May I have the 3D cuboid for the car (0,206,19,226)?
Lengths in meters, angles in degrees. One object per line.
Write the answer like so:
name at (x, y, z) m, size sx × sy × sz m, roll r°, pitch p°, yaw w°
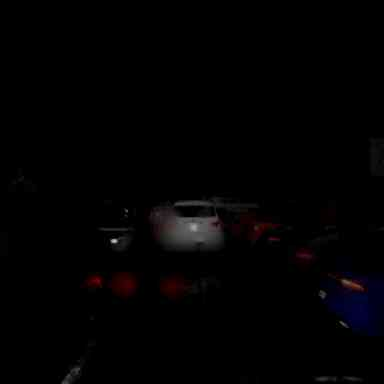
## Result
car at (-15.601, 1.444, 23.124) m, size 5.566 × 2.045 × 2.435 m, roll 0°, pitch -1°, yaw 0°

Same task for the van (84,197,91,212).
van at (-15.755, 1.641, 42.579) m, size 4.442 × 1.987 × 1.878 m, roll 0°, pitch 0°, yaw 0°

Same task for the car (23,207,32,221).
car at (-15.601, 1.751, 25.901) m, size 4.792 × 1.488 × 2.163 m, roll 0°, pitch -1°, yaw 0°

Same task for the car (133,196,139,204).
car at (-15.626, 1.920, 75.929) m, size 5.566 × 2.045 × 2.435 m, roll 0°, pitch -1°, yaw 0°

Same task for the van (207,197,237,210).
van at (4.692, 1.749, 52.412) m, size 4.442 × 1.987 × 1.878 m, roll 0°, pitch 0°, yaw 0°

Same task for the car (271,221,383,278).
car at (4.628, 1.608, 8.286) m, size 4.674 × 1.452 × 2.002 m, roll 0°, pitch -1°, yaw 0°

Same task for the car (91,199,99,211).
car at (-15.642, 1.930, 45.357) m, size 4.674 × 1.452 × 2.002 m, roll 0°, pitch 0°, yaw 0°

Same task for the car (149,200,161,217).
car at (-2.946, 1.837, 32.090) m, size 1.837 × 1.490 × 4.892 m, roll 0°, pitch 0°, yaw 0°

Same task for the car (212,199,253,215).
car at (4.624, 1.740, 38.499) m, size 4.553 × 1.767 × 2.185 m, roll 0°, pitch 0°, yaw 0°

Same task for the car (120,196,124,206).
car at (-15.616, 1.904, 62.031) m, size 4.553 × 1.767 × 2.185 m, roll 0°, pitch 0°, yaw 0°

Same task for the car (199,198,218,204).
car at (4.521, 2.370, 91.009) m, size 4.892 × 1.521 × 2.231 m, roll 0°, pitch -1°, yaw 0°

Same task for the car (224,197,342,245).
car at (4.592, 1.407, 16.561) m, size 5.566 × 2.045 × 2.435 m, roll 0°, pitch -1°, yaw 0°

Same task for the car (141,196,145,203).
car at (-15.629, 2.019, 84.264) m, size 5.566 × 2.045 × 2.435 m, roll 0°, pitch -1°, yaw 0°

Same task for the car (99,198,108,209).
car at (-15.456, 1.909, 48.137) m, size 5.366 × 1.575 × 1.946 m, roll 0°, pitch 0°, yaw 0°

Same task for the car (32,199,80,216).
car at (-15.629, 1.820, 37.019) m, size 4.892 × 1.521 × 2.231 m, roll 0°, pitch 0°, yaw 0°

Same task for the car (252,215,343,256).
car at (4.624, 1.640, 11.174) m, size 4.674 × 1.452 × 2.002 m, roll 0°, pitch -1°, yaw 0°

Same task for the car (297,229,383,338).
car at (4.629, 1.538, 5.529) m, size 5.008 × 1.535 × 2.097 m, roll 0°, pitch -1°, yaw 0°

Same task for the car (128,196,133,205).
car at (-15.645, 2.113, 70.368) m, size 4.892 × 1.521 × 2.231 m, roll 0°, pitch -1°, yaw 0°

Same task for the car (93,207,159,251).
car at (-2.929, 1.655, 14.992) m, size 2.128 × 1.511 × 4.902 m, roll 0°, pitch 0°, yaw 0°

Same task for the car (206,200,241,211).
car at (4.584, 1.953, 49.653) m, size 5.008 × 1.535 × 2.097 m, roll 0°, pitch 0°, yaw 0°

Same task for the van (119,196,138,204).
van at (-15.540, 2.011, 81.486) m, size 4.442 × 1.987 × 1.878 m, roll 0°, pitch -1°, yaw 0°

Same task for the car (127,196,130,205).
car at (-15.647, 2.123, 67.589) m, size 4.674 × 1.452 × 2.002 m, roll 0°, pitch -1°, yaw 0°

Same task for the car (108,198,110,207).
car at (-15.637, 1.935, 50.916) m, size 5.008 × 1.535 × 2.097 m, roll 0°, pitch 0°, yaw 0°

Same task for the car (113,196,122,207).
car at (-15.652, 2.006, 59.253) m, size 4.892 × 1.521 × 2.231 m, roll 0°, pitch 0°, yaw 0°

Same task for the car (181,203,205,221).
car at (0.054, 1.819, 31.733) m, size 2.128 × 1.511 × 4.902 m, roll 0°, pitch -1°, yaw 0°

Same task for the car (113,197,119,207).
car at (-15.640, 1.981, 56.476) m, size 5.008 × 1.535 × 2.097 m, roll 0°, pitch 0°, yaw 0°

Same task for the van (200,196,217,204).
van at (4.413, 2.107, 88.130) m, size 4.442 × 1.987 × 1.878 m, roll 0°, pitch -1°, yaw 0°

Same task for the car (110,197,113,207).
car at (-15.675, 1.832, 53.696) m, size 4.553 × 1.767 × 2.185 m, roll 0°, pitch 0°, yaw 0°

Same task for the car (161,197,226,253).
car at (0.066, 1.380, 14.698) m, size 2.150 × 2.045 × 5.566 m, roll 0°, pitch -1°, yaw 0°

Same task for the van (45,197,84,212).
van at (-15.754, 1.617, 39.800) m, size 4.442 × 1.987 × 1.878 m, roll 0°, pitch 0°, yaw 0°

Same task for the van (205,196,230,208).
van at (4.682, 1.816, 60.685) m, size 4.442 × 1.987 × 1.878 m, roll 0°, pitch -1°, yaw 0°

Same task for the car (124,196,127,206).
car at (-15.617, 1.931, 64.812) m, size 4.553 × 1.767 × 2.185 m, roll 0°, pitch -1°, yaw 0°

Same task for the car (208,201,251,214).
car at (4.584, 1.888, 41.254) m, size 5.008 × 1.535 × 2.097 m, roll 0°, pitch 0°, yaw 0°

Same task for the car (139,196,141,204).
car at (-15.470, 2.201, 78.704) m, size 5.366 × 1.575 × 1.946 m, roll 0°, pitch -1°, yaw 0°

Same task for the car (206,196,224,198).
car at (4.625, 1.593, 35.865) m, size 5.566 × 2.045 × 2.435 m, roll 0°, pitch 0°, yaw 0°

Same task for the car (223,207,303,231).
car at (4.584, 1.745, 22.075) m, size 4.792 × 1.488 × 2.163 m, roll 0°, pitch -1°, yaw 0°

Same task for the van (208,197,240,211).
van at (4.466, 1.707, 46.897) m, size 4.442 × 1.987 × 1.878 m, roll 0°, pitch 0°, yaw 0°
